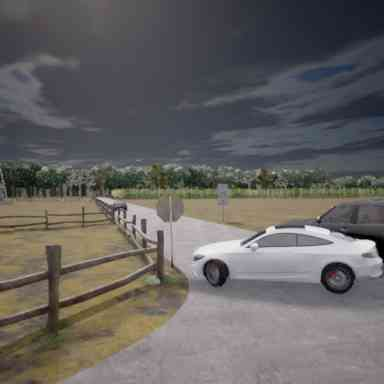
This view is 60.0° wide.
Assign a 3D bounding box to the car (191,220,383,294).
[{"bbox_3d":[2.297,1.613,8.695,4.674,1.442,1.812,-2,0,17],"label":"car"}]

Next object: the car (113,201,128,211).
[{"bbox_3d":[-10.747,1.983,49.474,2.033,1.411,5.357,-2,0,-18],"label":"car"}]

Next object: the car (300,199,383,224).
[{"bbox_3d":[5.101,1.226,9.781,2.150,2.045,5.566,-2,0,-39],"label":"car"}]
